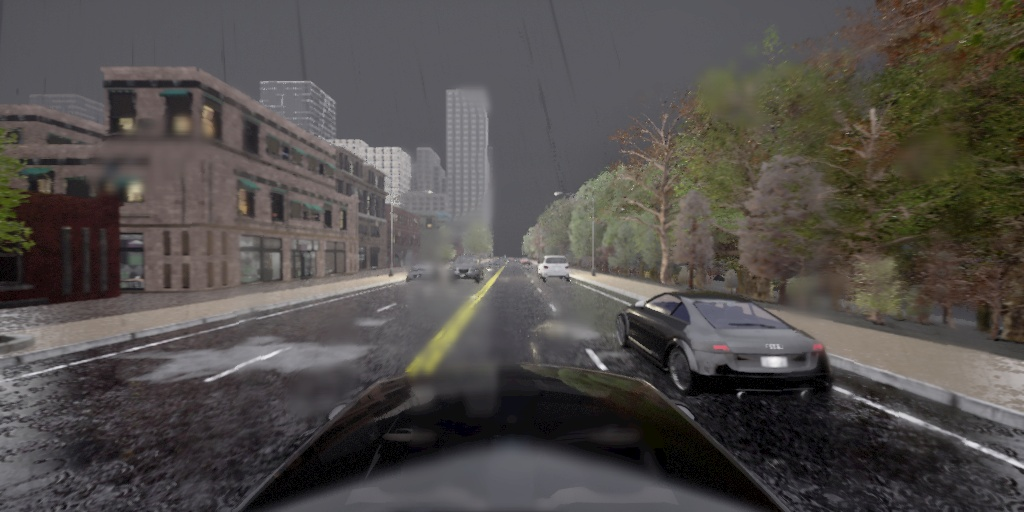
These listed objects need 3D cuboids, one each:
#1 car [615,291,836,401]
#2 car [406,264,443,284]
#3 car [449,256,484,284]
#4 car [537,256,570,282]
[{"bbox_3d":[3.349,1.318,6.584,1.994,1.385,4.181,0,0,0],"label":"car"},{"bbox_3d":[-6.595,1.331,27.386,1.994,1.385,4.181,0,0,0],"label":"car"},{"bbox_3d":[-3.347,0.988,27.389,2.150,2.045,5.566,0,0,0],"label":"car"},{"bbox_3d":[3.345,0.991,29.387,2.150,2.045,5.566,0,0,0],"label":"car"}]
